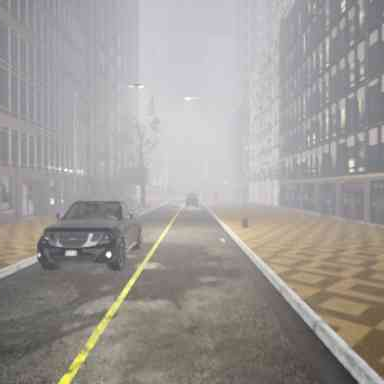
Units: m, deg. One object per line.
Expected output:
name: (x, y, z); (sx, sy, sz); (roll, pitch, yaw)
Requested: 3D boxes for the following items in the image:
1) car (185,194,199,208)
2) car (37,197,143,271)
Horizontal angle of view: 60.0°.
car: (0.001, 1.491, 48.028); (1.837, 1.490, 4.892); (0, 0, 0)
car: (-3.049, 1.216, 11.221); (2.150, 2.045, 5.566); (0, 0, 1)
